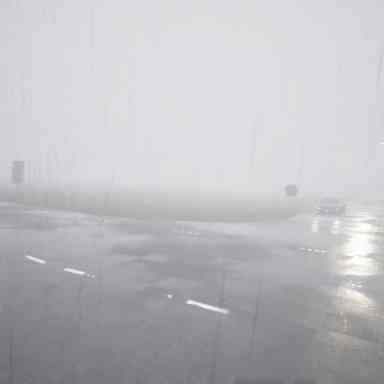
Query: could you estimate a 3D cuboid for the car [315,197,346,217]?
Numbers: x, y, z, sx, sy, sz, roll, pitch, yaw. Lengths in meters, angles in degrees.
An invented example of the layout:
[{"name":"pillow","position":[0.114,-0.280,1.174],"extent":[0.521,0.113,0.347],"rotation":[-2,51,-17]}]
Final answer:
[{"name":"car","position":[11.286,1.169,26.932],"extent":[1.837,1.490,4.892],"rotation":[3,2,31]}]
